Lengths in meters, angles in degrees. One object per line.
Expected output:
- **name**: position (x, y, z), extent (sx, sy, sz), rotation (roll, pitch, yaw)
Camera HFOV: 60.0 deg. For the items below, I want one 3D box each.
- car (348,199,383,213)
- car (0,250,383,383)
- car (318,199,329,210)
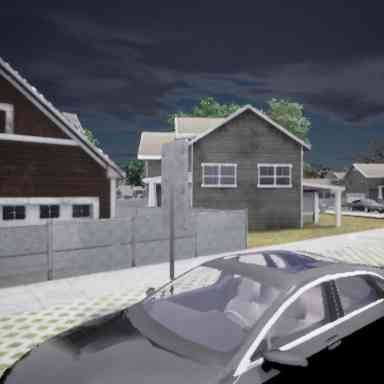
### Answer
- **car**: position (19.130, 1.549, 36.600), extent (1.837, 1.490, 4.892), rotation (0, -1, -5)
- **car**: position (0.681, 1.461, 3.436), extent (4.902, 1.511, 2.128), rotation (-1, 0, -35)
- **car**: position (17.974, 1.782, 48.215), extent (2.128, 1.511, 4.902), rotation (0, -1, -7)
